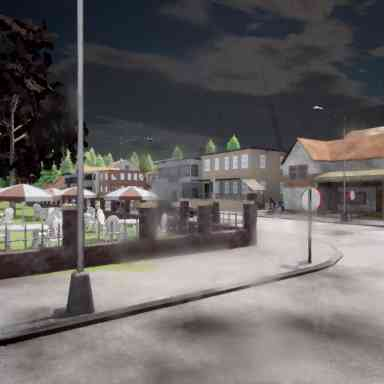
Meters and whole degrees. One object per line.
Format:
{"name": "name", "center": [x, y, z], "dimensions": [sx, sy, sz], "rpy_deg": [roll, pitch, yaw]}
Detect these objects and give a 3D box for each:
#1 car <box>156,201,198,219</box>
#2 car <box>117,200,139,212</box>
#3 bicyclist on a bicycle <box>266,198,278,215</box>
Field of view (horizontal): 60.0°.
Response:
{"name": "car", "center": [-1.608, 1.548, 29.920], "dimensions": [2.033, 1.411, 5.357], "rpy_deg": [0, 0, -35]}
{"name": "car", "center": [-7.651, 1.352, 38.437], "dimensions": [2.097, 1.767, 4.553], "rpy_deg": [0, 0, -35]}
{"name": "bicyclist on a bicycle", "center": [7.603, 1.349, 31.457], "dimensions": [1.656, 1.620, 0.582], "rpy_deg": [0, 0, -35]}
